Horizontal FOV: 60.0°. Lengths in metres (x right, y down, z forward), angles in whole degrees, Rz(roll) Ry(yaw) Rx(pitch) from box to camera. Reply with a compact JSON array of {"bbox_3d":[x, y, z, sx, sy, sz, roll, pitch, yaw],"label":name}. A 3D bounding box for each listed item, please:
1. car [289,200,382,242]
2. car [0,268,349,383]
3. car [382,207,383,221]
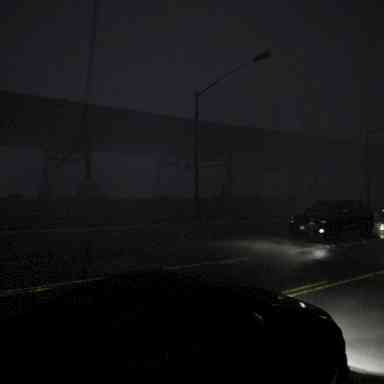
[{"bbox_3d":[7.707,1.448,18.065,5.566,2.045,2.150,1,-1,-35],"label":"car"},{"bbox_3d":[-0.174,1.587,3.609,4.181,1.385,1.994,1,-1,-36],"label":"car"},{"bbox_3d":[19.803,1.686,30.956,5.566,2.045,2.150,1,0,-35],"label":"car"}]
